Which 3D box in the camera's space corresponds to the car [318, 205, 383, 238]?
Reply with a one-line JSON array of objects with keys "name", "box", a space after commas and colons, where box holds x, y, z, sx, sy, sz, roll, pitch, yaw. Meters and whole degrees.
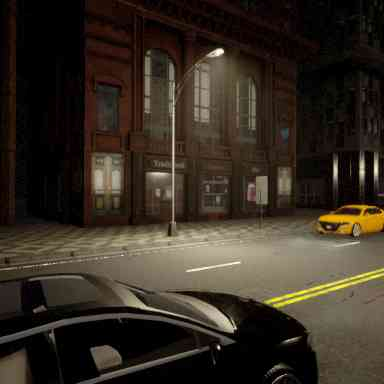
[{"name": "car", "box": [8.777, 1.462, 17.825, 5.008, 1.535, 1.882, 0, 0, -35]}]

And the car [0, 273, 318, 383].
[{"name": "car", "box": [-0.947, 1.491, 2.765, 4.902, 1.511, 2.128, 0, 0, -35]}]

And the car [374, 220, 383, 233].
[{"name": "car", "box": [6.931, 1.486, 8.323, 4.902, 1.511, 2.128, 0, 0, -35]}]
